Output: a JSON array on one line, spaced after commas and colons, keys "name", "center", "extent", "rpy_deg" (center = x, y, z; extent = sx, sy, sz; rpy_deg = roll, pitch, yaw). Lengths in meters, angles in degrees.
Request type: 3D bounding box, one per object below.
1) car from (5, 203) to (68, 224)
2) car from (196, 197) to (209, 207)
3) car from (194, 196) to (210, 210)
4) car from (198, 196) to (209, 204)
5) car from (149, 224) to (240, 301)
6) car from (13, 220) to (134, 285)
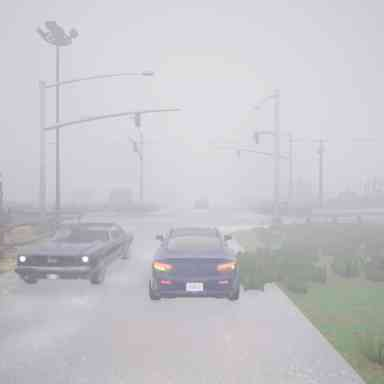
[{"name": "car", "center": [-11.277, 1.526, 23.625], "extent": [4.674, 1.442, 1.812], "rpy_deg": [0, 0, 4]}, {"name": "car", "center": [1.775, 1.512, 53.516], "extent": [2.033, 1.411, 5.357], "rpy_deg": [0, 0, 3]}, {"name": "car", "center": [1.272, 1.512, 42.890], "extent": [2.033, 1.411, 5.357], "rpy_deg": [0, 0, 3]}, {"name": "car", "center": [2.318, 1.512, 64.171], "extent": [2.033, 1.411, 5.357], "rpy_deg": [0, 0, 3]}, {"name": "car", "center": [0.049, 1.526, 8.230], "extent": [1.812, 1.442, 4.674], "rpy_deg": [0, 0, 0]}, {"name": "car", "center": [-3.066, 1.601, 9.681], "extent": [1.895, 1.301, 4.718], "rpy_deg": [0, 0, 2]}]
